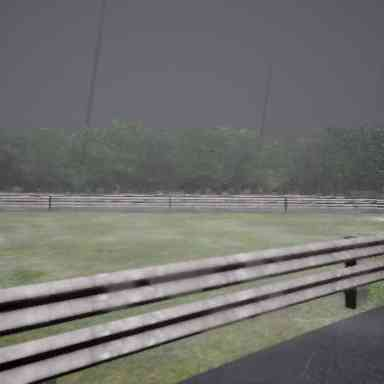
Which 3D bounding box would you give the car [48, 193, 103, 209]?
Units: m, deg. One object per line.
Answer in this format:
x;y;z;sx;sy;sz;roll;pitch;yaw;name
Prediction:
-11.937;0.963;33.941;4.718;1.301;1.895;0;0;-3;car

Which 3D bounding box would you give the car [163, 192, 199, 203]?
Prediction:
-1.363;0.774;41.485;4.553;1.767;2.097;0;0;-3;car

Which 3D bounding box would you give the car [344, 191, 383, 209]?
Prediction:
20.851;0.903;39.039;5.566;2.045;2.150;1;0;-3;car
